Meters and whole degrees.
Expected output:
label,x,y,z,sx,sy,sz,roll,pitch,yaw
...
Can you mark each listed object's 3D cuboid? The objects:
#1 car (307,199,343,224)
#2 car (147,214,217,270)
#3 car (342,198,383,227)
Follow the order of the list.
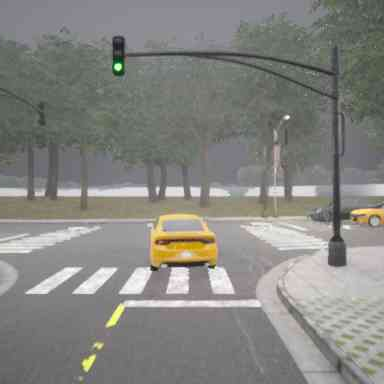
label,x,y,z,sx,sy,sz,roll,pitch,yaw
car,10.603,1.268,23.663,4.553,1.767,2.097,-1,-1,0
car,-0.463,1.481,11.153,1.882,1.535,5.008,0,0,-7
car,12.328,1.289,20.407,5.008,1.535,1.882,-1,-1,0
